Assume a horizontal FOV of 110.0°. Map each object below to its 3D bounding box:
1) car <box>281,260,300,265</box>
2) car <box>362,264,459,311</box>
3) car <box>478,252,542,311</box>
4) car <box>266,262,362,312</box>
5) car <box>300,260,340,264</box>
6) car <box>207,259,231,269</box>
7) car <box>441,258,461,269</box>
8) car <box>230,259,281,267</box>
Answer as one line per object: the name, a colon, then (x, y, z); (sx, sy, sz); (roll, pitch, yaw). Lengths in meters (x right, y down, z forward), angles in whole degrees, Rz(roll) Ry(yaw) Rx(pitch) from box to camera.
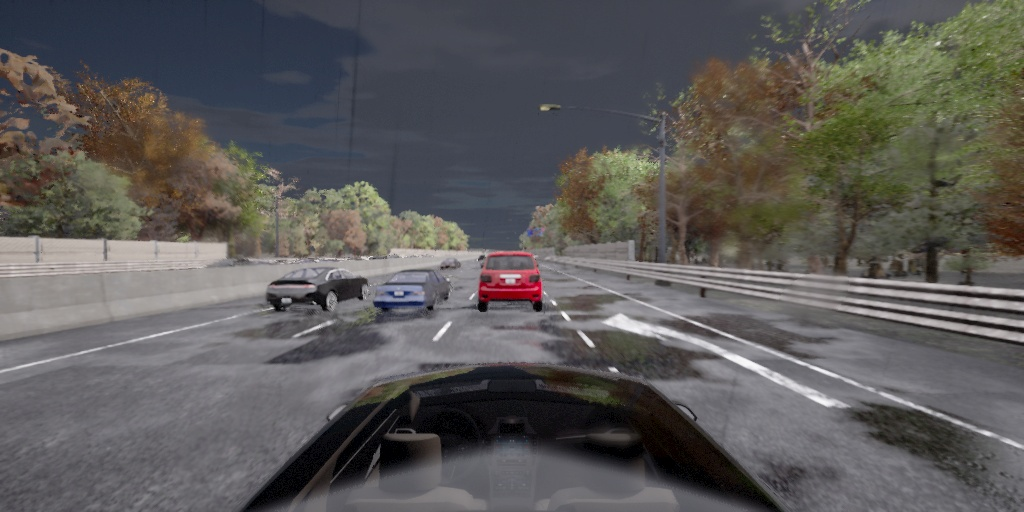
car: (-21.284, 1.062, 37.010); (1.994, 1.385, 4.181); (0, 0, 0)
car: (-3.569, 1.200, 13.771); (2.033, 1.411, 5.357); (0, 1, 0)
car: (-0.072, 0.862, 14.007); (2.150, 2.045, 5.566); (0, 1, 0)
car: (-7.066, 1.156, 13.639); (2.128, 1.511, 4.902); (0, 1, 0)
car: (-17.786, 1.054, 34.800); (2.033, 1.411, 5.357); (0, 0, 0)
car: (-28.280, 1.029, 36.290); (1.837, 1.490, 4.892); (0, 1, 0)
car: (-7.268, 0.951, 42.868); (2.033, 1.411, 5.357); (0, 1, 0)
car: (-24.782, 1.123, 35.406); (1.895, 1.301, 4.718); (0, 0, 0)
